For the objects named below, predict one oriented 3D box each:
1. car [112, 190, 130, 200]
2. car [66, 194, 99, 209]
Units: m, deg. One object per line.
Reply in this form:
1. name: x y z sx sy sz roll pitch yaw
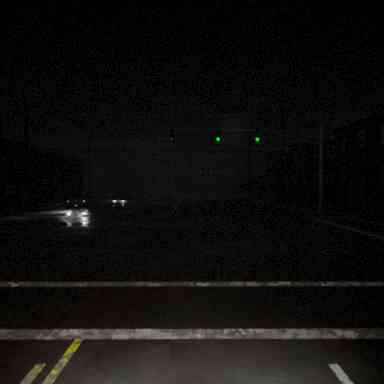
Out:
1. car: -10.563 0.442 50.085 2.033 1.411 5.357 0 1 0
2. car: -10.583 0.883 32.466 1.895 1.301 4.718 0 1 0
